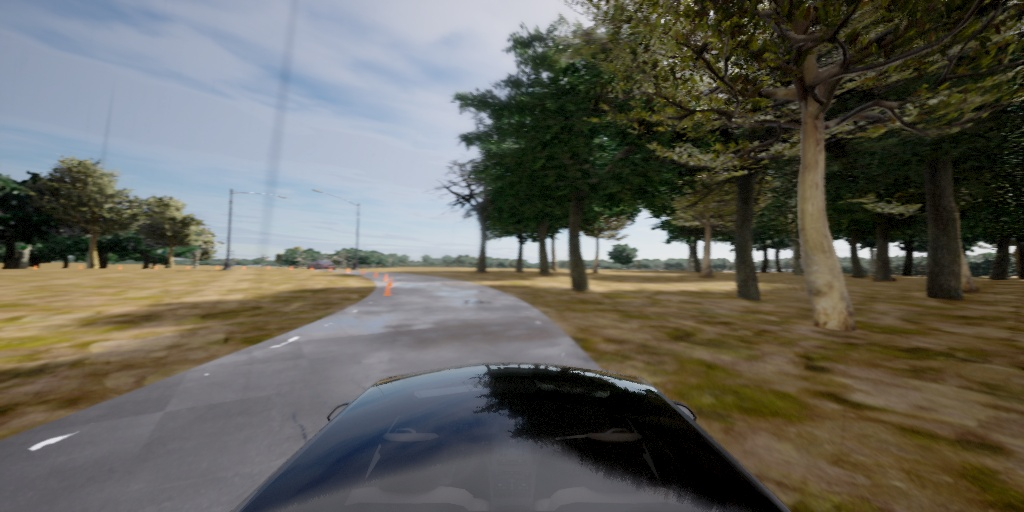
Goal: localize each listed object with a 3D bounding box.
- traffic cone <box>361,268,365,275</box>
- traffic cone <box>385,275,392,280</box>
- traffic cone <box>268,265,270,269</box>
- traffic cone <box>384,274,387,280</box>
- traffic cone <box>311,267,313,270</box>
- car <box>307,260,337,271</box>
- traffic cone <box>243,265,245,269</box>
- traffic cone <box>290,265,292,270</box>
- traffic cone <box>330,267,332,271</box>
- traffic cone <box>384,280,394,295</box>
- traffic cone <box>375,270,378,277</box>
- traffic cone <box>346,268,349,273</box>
[{"bbox_3d":[-14.235,1.483,34.280,0.340,0.580,0.340,0,0,-38],"label":"traffic cone"},{"bbox_3d":[-7.410,1.588,21.931,0.340,0.580,0.340,0,0,-20],"label":"traffic cone"},{"bbox_3d":[-32.842,1.502,48.354,0.340,0.580,0.340,0,0,22],"label":"traffic cone"},{"bbox_3d":[-9.250,1.556,26.278,0.340,0.580,0.340,0,0,-26],"label":"traffic cone"},{"bbox_3d":[-24.532,1.464,43.917,0.340,0.580,0.340,0,0,34],"label":"traffic cone"},{"bbox_3d":[-24.707,1.186,46.590,4.181,1.385,1.994,0,-3,31],"label":"car"},{"bbox_3d":[-37.299,1.535,49.899,0.340,0.580,0.340,0,0,16],"label":"traffic cone"},{"bbox_3d":[-28.571,1.479,46.353,0.340,0.580,0.340,0,0,28],"label":"traffic cone"},{"bbox_3d":[-20.770,1.459,41.070,0.340,0.580,0.340,0,0,40],"label":"traffic cone"},{"bbox_3d":[-6.031,1.607,17.415,0.340,0.580,0.340,0,0,-14],"label":"traffic cone"},{"bbox_3d":[-11.533,1.514,30.411,0.340,0.580,0.340,0,0,-32],"label":"traffic cone"},{"bbox_3d":[-17.324,1.465,37.847,0.340,0.580,0.340,0,0,-44],"label":"traffic cone"}]
